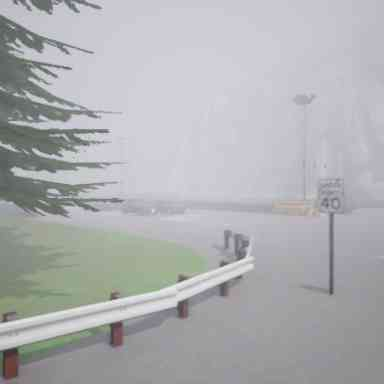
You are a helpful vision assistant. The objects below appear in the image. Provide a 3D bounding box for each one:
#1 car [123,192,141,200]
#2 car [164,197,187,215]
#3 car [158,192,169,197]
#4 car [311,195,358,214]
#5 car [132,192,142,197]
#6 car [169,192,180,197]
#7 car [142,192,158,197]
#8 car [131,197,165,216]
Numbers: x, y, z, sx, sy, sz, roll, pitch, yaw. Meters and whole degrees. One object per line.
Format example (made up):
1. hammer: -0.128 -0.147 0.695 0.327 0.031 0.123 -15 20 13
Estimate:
1. car: -14.433 1.025 80.081 2.097 1.767 4.553 0 1 -42
2. car: -2.587 1.554 35.245 1.837 1.490 4.892 0 0 -42
3. car: -7.761 1.213 72.625 2.097 1.767 4.553 0 1 -42
4. car: 15.280 1.296 36.838 2.150 2.045 5.566 0 0 -42
5. car: -12.977 1.205 67.957 2.097 1.767 4.553 0 1 -42
6. car: -4.919 1.087 74.698 2.150 2.045 5.566 0 1 -42
7. car: -10.133 1.080 70.028 2.150 2.045 5.566 0 1 -42
8. car: -5.258 1.536 32.982 2.128 1.511 4.902 0 0 -42
